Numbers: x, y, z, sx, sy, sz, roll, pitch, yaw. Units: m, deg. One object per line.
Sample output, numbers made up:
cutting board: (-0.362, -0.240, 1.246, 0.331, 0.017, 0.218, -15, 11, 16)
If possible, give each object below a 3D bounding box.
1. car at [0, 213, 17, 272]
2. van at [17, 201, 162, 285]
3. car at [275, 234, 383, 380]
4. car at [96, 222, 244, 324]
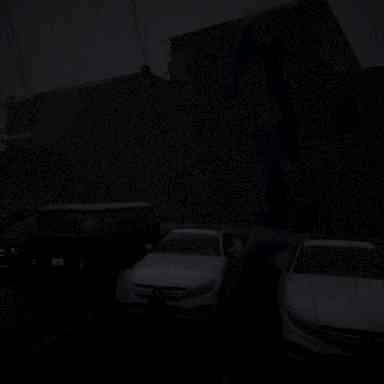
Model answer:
car: (-4.716, 1.507, 10.802, 2.097, 1.535, 5.008, 0, -1, 15)
van: (-2.296, 1.267, 9.215, 1.878, 1.987, 4.442, 0, -1, 15)
car: (2.464, 1.515, 5.699, 2.002, 1.452, 4.674, 0, -1, 15)
car: (0.069, 1.521, 7.403, 2.002, 1.452, 4.674, 0, -1, 15)
